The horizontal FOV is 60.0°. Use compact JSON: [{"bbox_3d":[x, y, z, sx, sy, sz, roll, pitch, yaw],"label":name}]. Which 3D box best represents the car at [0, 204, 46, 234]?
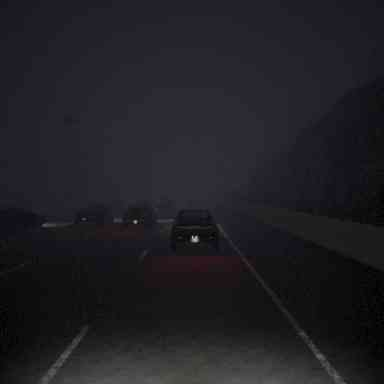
[{"bbox_3d":[-10.382,1.561,19.131,2.033,1.411,5.357,0,0,0],"label":"car"}]

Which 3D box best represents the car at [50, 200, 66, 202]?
[{"bbox_3d":[-27.947,1.090,69.063,2.097,1.767,4.553,0,0,0],"label":"car"}]

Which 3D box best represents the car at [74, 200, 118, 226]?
[{"bbox_3d":[-6.881,1.542,23.521,1.812,1.442,4.674,0,0,0],"label":"car"}]

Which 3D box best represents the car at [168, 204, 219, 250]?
[{"bbox_3d":[0.111,1.501,14.360,2.128,1.511,4.902,0,0,0],"label":"car"}]

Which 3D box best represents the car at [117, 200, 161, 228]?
[{"bbox_3d":[-3.383,1.521,22.294,1.837,1.490,4.892,0,0,0],"label":"car"}]

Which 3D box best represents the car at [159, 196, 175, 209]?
[{"bbox_3d":[-3.365,1.381,43.676,2.097,1.767,4.553,0,0,0],"label":"car"}]

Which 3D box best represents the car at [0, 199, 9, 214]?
[{"bbox_3d":[-21.041,1.531,34.045,1.837,1.490,4.892,0,-1,0],"label":"car"}]

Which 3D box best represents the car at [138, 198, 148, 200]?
[{"bbox_3d":[-6.863,1.557,46.679,1.812,1.442,4.674,0,0,0],"label":"car"}]

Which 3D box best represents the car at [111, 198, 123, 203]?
[{"bbox_3d":[-10.366,1.579,45.821,2.033,1.411,5.357,0,0,0],"label":"car"}]

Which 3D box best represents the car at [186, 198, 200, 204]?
[{"bbox_3d":[0.138,1.598,50.474,1.994,1.385,4.181,0,0,0],"label":"car"}]
